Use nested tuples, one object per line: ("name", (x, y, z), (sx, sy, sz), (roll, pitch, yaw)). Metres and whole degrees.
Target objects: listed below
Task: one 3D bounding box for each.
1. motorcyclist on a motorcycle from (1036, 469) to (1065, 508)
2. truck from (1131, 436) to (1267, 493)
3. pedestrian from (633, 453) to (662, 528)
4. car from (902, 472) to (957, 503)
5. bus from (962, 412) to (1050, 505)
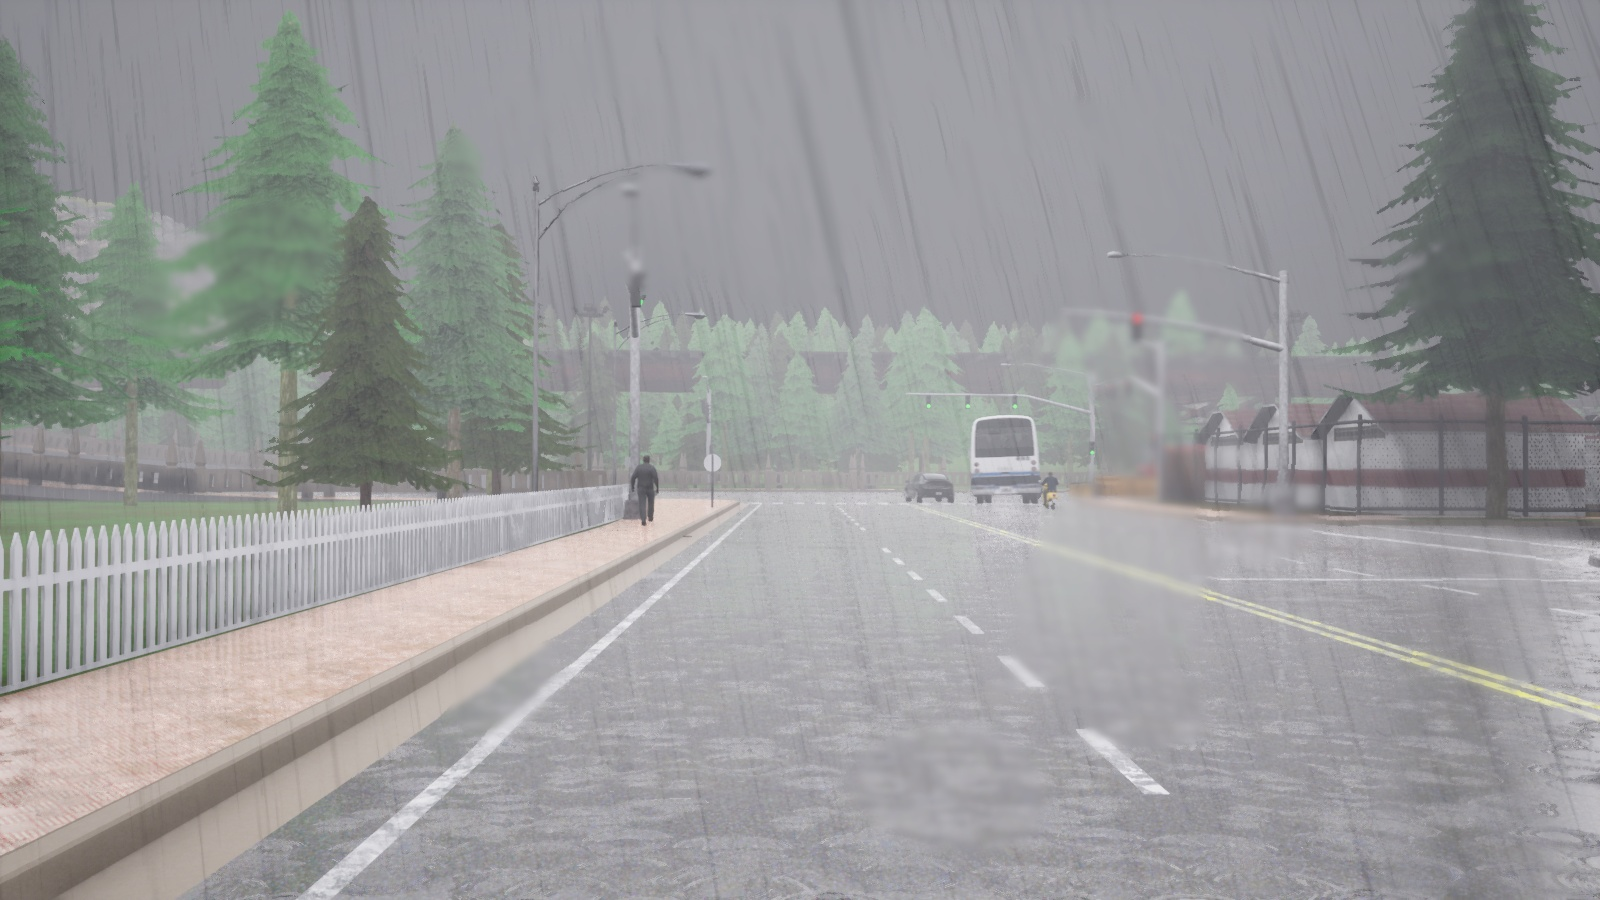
("motorcyclist on a motorcycle", (10.433, 1.603, 52.352), (0.866, 1.590, 1.817), (0, -1, 0))
("truck", (27.591, 0.997, 87.012), (8.468, 3.827, 2.891), (0, -1, -2))
("pedestrian", (-3.895, 1.026, 32.081), (0.563, 1.883, 0.849), (0, -1, 4))
("car", (6.545, 1.864, 63.930), (1.837, 1.490, 4.892), (0, -1, -6))
("bus", (10.771, 0.482, 64.919), (3.944, 4.253, 10.273), (-3, -1, 11))
